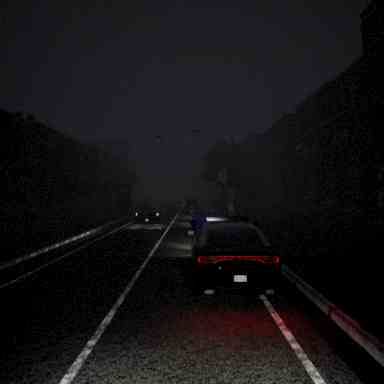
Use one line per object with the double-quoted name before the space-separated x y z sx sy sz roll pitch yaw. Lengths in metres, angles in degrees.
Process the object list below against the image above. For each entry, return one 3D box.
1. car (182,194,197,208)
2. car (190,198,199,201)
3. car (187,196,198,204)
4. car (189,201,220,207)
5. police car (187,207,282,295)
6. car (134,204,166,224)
"car" 0.099 1.443 45.992 2.128 1.511 4.902 0 0 0
"car" 0.946 1.479 24.735 1.882 1.535 5.008 0 0 0
"car" 0.110 1.447 59.604 1.895 1.301 4.718 0 1 0
"car" 0.935 1.478 18.734 1.882 1.535 5.008 0 0 0
"police car" 0.917 1.425 8.844 1.930 1.638 5.238 0 0 0
"car" -3.054 1.602 24.812 1.895 1.301 4.718 0 0 0
